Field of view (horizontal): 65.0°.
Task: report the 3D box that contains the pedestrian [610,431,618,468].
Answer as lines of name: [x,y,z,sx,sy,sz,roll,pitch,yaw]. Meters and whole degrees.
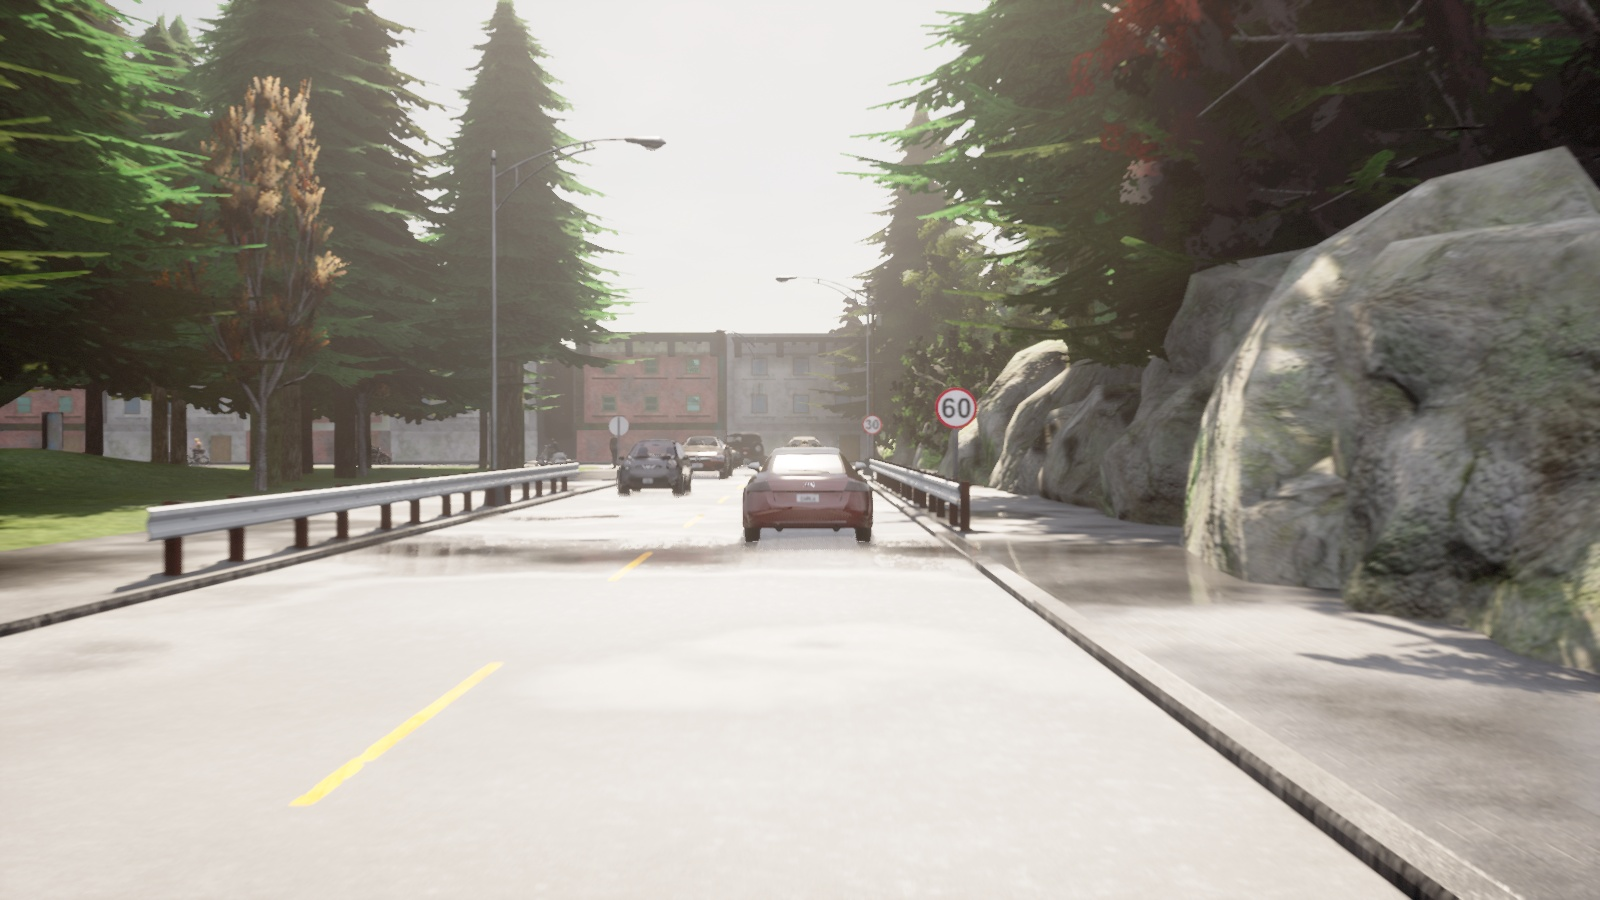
pedestrian: [-9.024,-0.040,61.040,0.328,1.805,0.869,0,0,-4]

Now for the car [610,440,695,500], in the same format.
car: [-3.865,0.491,33.397,1.845,1.501,3.633,0,0,0]

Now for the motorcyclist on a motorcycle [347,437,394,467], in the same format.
motorcyclist on a motorcycle: [-24.070,0.114,70.411,2.350,1.649,0.766,0,0,0]

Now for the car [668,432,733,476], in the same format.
car: [-3.839,0.127,49.398,2.152,1.651,5.027,0,0,0]

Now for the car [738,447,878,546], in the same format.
car: [0.116,0.650,19.925,1.994,1.385,4.181,0,0,0]

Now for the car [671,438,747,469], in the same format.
car: [-4.806,0.165,65.639,2.007,1.525,4.514,0,0,-33]

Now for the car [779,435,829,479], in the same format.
car: [0.155,0.258,48.365,1.851,1.617,3.988,0,0,0]

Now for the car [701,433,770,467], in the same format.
car: [-3.686,-0.028,71.110,1.905,1.878,3.866,0,0,-41]

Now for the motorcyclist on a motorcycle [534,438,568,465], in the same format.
motorcyclist on a motorcycle: [-14.746,0.094,74.300,1.817,1.590,0.866,0,1,2]
